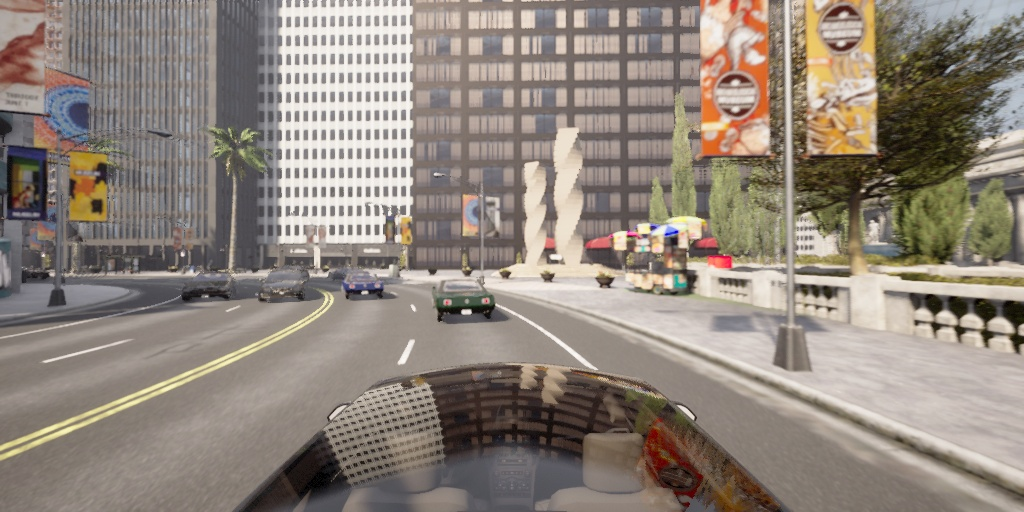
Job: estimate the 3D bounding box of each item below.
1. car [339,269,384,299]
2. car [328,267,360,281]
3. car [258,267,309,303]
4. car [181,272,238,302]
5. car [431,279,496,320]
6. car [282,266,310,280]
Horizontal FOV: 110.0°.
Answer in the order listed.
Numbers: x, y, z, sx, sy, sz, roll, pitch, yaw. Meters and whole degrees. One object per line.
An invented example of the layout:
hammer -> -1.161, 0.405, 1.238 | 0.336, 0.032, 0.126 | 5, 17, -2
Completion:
car -> -8.476, 1.594, 20.172 | 1.895, 1.301, 4.718 | 0, -1, -27
car -> -15.945, 1.739, 34.934 | 5.357, 1.411, 2.033 | -1, -1, 40
car -> -11.832, 1.497, 18.702 | 1.837, 1.490, 4.892 | 1, -1, -29
car -> -16.034, 1.565, 19.293 | 2.033, 1.411, 5.357 | 0, -1, -33
car -> -2.002, 1.490, 13.392 | 1.895, 1.301, 4.718 | 0, -1, -15
car -> -21.495, 1.704, 34.609 | 4.902, 1.511, 2.128 | -1, -1, 35
